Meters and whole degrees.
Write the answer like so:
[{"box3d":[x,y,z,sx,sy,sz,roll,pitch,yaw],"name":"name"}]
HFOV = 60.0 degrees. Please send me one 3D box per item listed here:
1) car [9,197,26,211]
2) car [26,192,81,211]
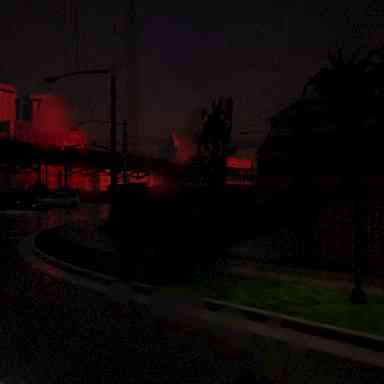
[{"box3d":[-19.230,1.242,39.697,2.097,1.767,4.553,0,1,37],"name":"car"},{"box3d":[-15.657,1.094,38.626,2.150,2.045,5.566,0,1,37],"name":"car"}]
